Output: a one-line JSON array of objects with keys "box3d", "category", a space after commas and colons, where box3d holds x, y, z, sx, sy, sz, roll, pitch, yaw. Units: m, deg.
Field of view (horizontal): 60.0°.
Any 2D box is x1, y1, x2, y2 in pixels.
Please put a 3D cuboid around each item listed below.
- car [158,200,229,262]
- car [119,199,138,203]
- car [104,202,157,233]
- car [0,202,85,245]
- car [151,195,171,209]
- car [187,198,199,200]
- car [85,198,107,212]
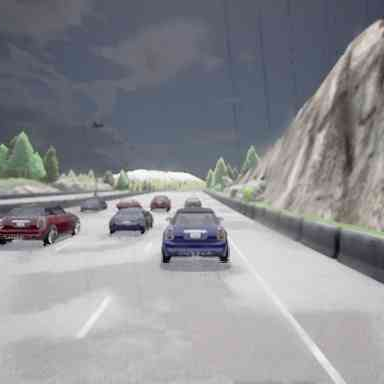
[{"box3d": [0.101, 1.339, 12.211, 2.097, 1.767, 4.553, 0, 0, 0], "category": "car"}, {"box3d": [-6.898, 1.402, 36.498, 1.895, 1.301, 4.718, 0, 1, 0], "category": "car"}, {"box3d": [-3.398, 1.519, 19.170, 1.994, 1.385, 4.181, 0, 0, 0], "category": "car"}, {"box3d": [-6.898, 1.326, 15.549, 2.097, 1.767, 4.553, 0, 0, 0], "category": "car"}, {"box3d": [-3.396, 1.149, 36.935, 2.097, 1.767, 4.553, 0, 1, 0], "category": "car"}, {"box3d": [0.103, 1.339, 35.434, 1.812, 1.442, 4.674, 0, 1, 0], "category": "car"}, {"box3d": [-10.397, 1.375, 35.593, 1.994, 1.385, 4.181, 0, 1, 0], "category": "car"}]
